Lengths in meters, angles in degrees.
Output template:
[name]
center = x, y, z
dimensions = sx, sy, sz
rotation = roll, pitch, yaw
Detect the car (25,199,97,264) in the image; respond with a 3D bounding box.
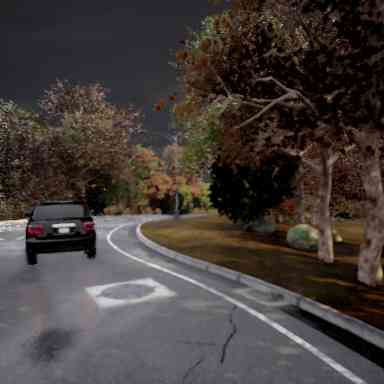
[car]
center = -4.981, 1.281, 12.555
dimensions = 2.150, 2.045, 5.566
rotation = -1, 0, -24
